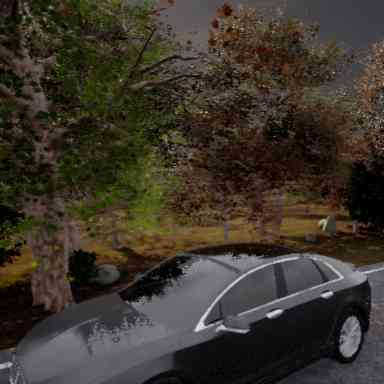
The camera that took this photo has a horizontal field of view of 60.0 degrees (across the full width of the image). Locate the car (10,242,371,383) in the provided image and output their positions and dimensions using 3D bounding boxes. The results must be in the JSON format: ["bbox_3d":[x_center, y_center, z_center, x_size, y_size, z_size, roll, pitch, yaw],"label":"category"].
[{"bbox_3d":[0.424,1.503,4.286,4.892,1.490,1.837,-1,0,-35],"label":"car"}]
